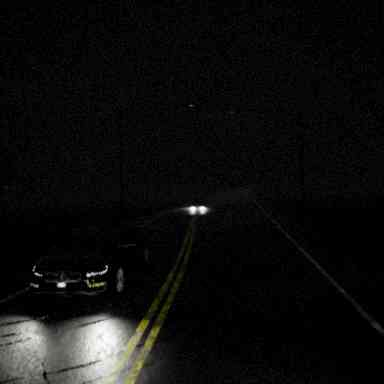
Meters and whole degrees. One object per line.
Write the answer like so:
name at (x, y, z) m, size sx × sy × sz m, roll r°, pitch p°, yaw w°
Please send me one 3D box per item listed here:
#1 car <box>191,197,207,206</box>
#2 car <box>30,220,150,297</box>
car at (1.090, 1.426, 50.515) m, size 1.895 × 1.301 × 4.718 m, roll -1°, pitch 1°, yaw 9°
car at (-2.401, 1.571, 8.963) m, size 1.837 × 1.490 × 4.892 m, roll -1°, pitch 0°, yaw 4°
